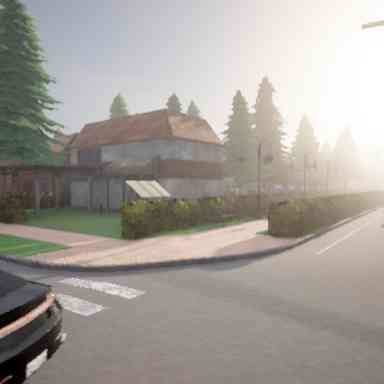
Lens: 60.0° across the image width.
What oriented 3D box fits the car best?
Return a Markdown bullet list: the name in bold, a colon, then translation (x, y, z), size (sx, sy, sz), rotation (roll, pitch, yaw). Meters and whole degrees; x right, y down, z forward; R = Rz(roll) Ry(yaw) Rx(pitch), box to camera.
- **car**: translation (-3.887, 1.472, 3.607), size (4.902, 1.511, 2.128), rotation (-1, 2, 10)
